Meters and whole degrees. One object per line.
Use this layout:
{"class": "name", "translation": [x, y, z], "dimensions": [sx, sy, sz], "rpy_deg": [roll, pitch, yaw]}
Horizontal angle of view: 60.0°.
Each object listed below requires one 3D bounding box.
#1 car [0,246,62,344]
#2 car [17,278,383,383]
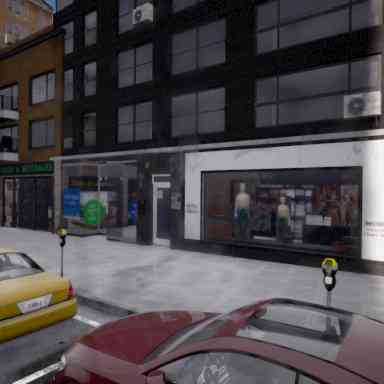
{"class": "car", "translation": [-4.065, 1.523, 5.977], "dimensions": [4.829, 1.417, 1.752], "rpy_deg": [0, 1, 36]}
{"class": "car", "translation": [0.621, 1.582, 2.634], "dimensions": [4.206, 1.307, 1.802], "rpy_deg": [0, 1, 36]}
